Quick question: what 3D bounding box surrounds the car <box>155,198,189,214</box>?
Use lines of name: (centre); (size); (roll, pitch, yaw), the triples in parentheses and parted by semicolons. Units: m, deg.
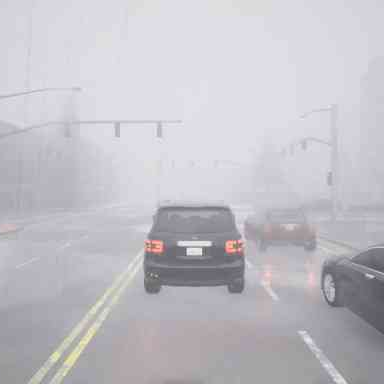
car: (-2.304, 1.477, 36.677); (1.882, 1.535, 5.008); (-1, 0, -27)

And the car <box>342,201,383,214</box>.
car: (18.487, 1.601, 34.169); (4.718, 1.301, 1.895); (0, 0, -2)

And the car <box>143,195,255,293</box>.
car: (0.054, 1.221, 8.984); (2.150, 2.045, 5.566); (0, 0, 0)

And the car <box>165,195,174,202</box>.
car: (-5.285, 1.552, 79.950); (1.994, 1.385, 4.181); (0, 0, -1)

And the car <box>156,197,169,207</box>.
car: (-4.739, 1.525, 53.526); (1.812, 1.442, 4.674); (0, 0, -1)

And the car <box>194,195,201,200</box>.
car: (1.467, 1.552, 90.364); (1.994, 1.385, 4.181); (0, 0, -1)

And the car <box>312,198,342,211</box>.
car: (14.438, 1.505, 37.562); (4.892, 1.490, 1.837); (0, 0, -2)

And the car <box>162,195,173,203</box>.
car: (-5.009, 1.477, 68.042); (1.882, 1.535, 5.008); (0, 0, -1)

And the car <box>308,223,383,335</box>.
car: (3.607, 1.505, 5.081); (1.837, 1.490, 4.892); (0, 0, 0)

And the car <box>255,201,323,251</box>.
car: (3.535, 1.352, 14.162); (2.097, 1.767, 4.553); (0, 0, 0)

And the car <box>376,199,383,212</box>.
car: (24.176, 1.547, 37.824); (5.357, 1.411, 2.033); (0, 0, -1)

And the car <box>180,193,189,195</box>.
car: (-1.790, 1.496, 80.218); (1.837, 1.490, 4.892); (0, 0, -1)
